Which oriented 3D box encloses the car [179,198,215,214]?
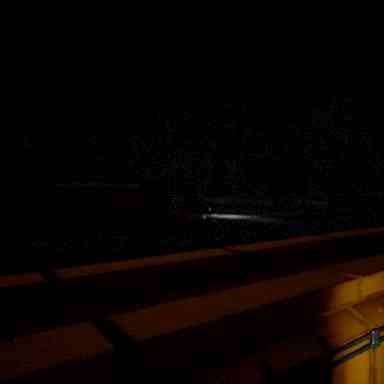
[{"bbox_3d":[0.435,1.424,34.854,2.128,1.511,4.902,0,0,-33],"label":"car"}]
